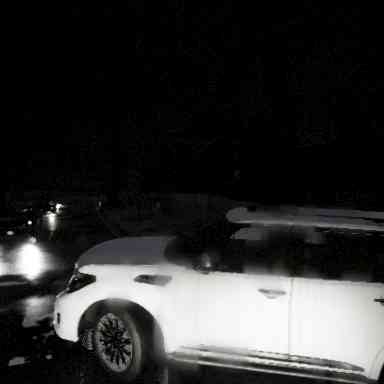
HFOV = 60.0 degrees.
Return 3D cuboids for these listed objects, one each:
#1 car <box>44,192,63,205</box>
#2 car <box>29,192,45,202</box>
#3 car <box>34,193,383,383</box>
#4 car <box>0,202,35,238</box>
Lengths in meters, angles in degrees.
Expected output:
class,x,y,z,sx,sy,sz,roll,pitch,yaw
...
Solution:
class,x,y,z,sx,sy,sz,roll,pitch,yaw
car,-18.758,0.843,45.234,2.128,1.511,4.902,-1,1,-20
car,-13.242,0.909,29.642,2.097,1.767,4.553,-1,1,-20
car,1.091,1.208,4.498,5.566,2.045,2.150,4,3,9
car,-8.308,1.368,15.938,1.895,1.301,4.718,-1,1,-20
